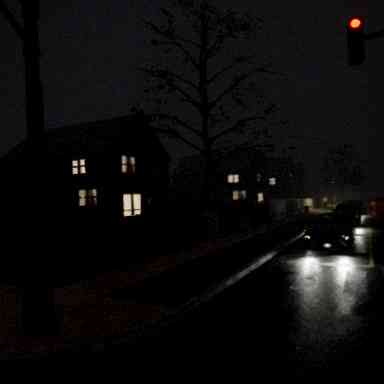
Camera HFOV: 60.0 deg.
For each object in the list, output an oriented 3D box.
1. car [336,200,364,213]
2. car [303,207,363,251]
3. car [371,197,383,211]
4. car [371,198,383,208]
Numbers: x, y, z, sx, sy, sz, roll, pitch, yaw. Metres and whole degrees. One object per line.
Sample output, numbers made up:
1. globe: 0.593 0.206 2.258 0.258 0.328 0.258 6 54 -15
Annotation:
1. car: 11.553 1.591 24.839 1.882 1.535 5.008 -3 -2 28
2. car: 6.326 1.636 14.916 2.033 1.411 5.357 -3 -1 28
3. car: 23.437 1.396 41.316 2.097 1.767 4.553 -3 -1 28
4. car: 28.135 1.668 50.215 1.895 1.301 4.718 -3 -1 28
